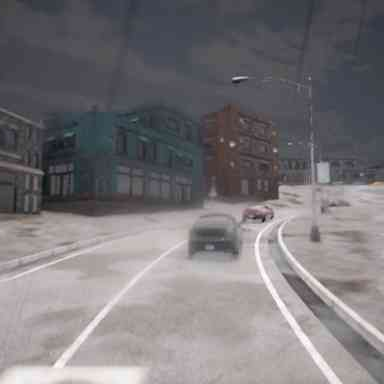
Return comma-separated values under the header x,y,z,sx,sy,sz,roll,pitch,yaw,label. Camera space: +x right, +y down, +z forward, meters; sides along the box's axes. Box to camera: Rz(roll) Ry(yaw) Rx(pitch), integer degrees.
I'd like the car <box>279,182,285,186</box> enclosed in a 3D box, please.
x,y,z,sx,sy,sz,roll,pitch,yaw,label
22.458,-1.920,87.427,4.553,1.767,2.185,-1,-5,-1,car

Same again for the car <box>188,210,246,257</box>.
x,y,z,sx,sy,sz,roll,pitch,yaw,label
1.073,1.645,13.702,1.837,1.490,4.892,-1,0,11,car

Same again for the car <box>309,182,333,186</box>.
x,y,z,sx,sy,sz,roll,pitch,yaw,label
33.399,-1.889,87.568,4.892,1.521,2.231,-1,-5,-1,car

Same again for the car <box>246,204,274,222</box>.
x,y,z,sx,sy,sz,roll,pitch,yaw,label
5.635,1.739,28.100,1.812,1.442,4.674,-3,-1,26,car

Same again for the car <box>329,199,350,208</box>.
x,y,z,sx,sy,sz,roll,pitch,yaw,label
24.221,1.912,54.890,4.181,1.385,1.994,-1,-4,-34,car
